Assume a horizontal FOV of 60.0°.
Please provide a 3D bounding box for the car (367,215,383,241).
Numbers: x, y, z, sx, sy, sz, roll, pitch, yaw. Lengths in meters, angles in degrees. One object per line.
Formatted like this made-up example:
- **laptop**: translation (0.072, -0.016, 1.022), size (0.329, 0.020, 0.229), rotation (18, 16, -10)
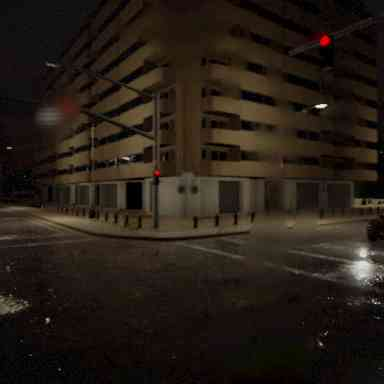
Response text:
- **car**: translation (10.090, 1.482, 15.472), size (5.008, 1.535, 1.882), rotation (0, 0, -35)
